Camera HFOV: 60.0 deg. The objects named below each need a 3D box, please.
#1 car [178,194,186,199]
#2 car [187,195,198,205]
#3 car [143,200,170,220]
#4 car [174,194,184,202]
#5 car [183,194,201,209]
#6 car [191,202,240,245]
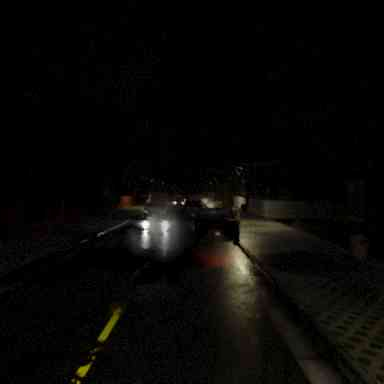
[{"bbox_3d":[-2.583,1.162,90.156,1.994,1.385,4.181,0,0,0],"label":"car"},{"bbox_3d":[0.100,1.312,53.688,1.812,1.442,4.674,0,0,0],"label":"car"},{"bbox_3d":[-2.799,1.429,26.991,1.812,1.442,4.674,0,0,0],"label":"car"},{"bbox_3d":[-2.624,1.189,68.266,1.882,1.535,5.008,0,1,0],"label":"car"},{"bbox_3d":[0.149,1.318,42.185,1.882,1.535,5.008,0,0,0],"label":"car"},{"bbox_3d":[0.991,1.425,15.150,1.882,1.535,5.008,0,0,0],"label":"car"}]
